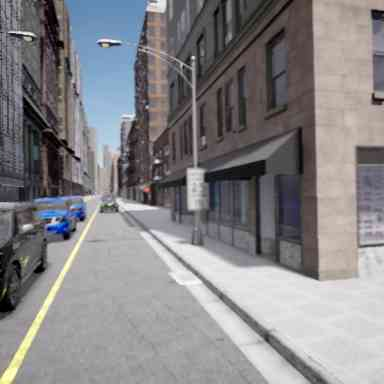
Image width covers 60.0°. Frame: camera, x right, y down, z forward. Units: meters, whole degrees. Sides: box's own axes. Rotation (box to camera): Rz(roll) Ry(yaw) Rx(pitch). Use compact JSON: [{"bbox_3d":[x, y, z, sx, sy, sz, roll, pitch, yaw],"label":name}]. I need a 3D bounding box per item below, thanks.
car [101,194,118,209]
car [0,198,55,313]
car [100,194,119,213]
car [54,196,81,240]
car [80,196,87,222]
[{"bbox_3d":[-12.278,1.390,49.148,2.150,2.045,5.566,-1,0,-16],"label":"car"},{"bbox_3d":[-4.918,1.306,7.913,2.150,2.045,5.566,-1,0,-15],"label":"car"},{"bbox_3d":[-9.795,1.485,39.481,2.097,1.767,4.553,-1,0,-15],"label":"car"},{"bbox_3d":[-7.498,1.342,17.883,2.150,2.045,5.566,-1,0,-15],"label":"car"},{"bbox_3d":[-10.182,1.378,28.293,2.150,2.045,5.566,-1,0,-15],"label":"car"}]
